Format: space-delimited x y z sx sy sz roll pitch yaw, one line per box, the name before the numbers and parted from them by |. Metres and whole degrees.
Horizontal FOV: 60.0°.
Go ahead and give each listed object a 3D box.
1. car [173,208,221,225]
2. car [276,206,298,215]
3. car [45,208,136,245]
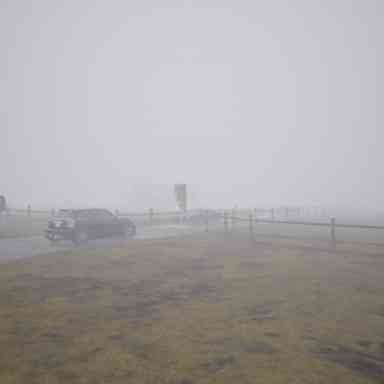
car | 0.600 2.123 29.862 2.033 1.411 5.357 -1 -2 35
car | 13.786 2.687 48.311 1.895 1.301 4.718 -1 -2 36
car | -4.960 1.585 16.975 2.097 1.767 4.553 -1 -2 33
